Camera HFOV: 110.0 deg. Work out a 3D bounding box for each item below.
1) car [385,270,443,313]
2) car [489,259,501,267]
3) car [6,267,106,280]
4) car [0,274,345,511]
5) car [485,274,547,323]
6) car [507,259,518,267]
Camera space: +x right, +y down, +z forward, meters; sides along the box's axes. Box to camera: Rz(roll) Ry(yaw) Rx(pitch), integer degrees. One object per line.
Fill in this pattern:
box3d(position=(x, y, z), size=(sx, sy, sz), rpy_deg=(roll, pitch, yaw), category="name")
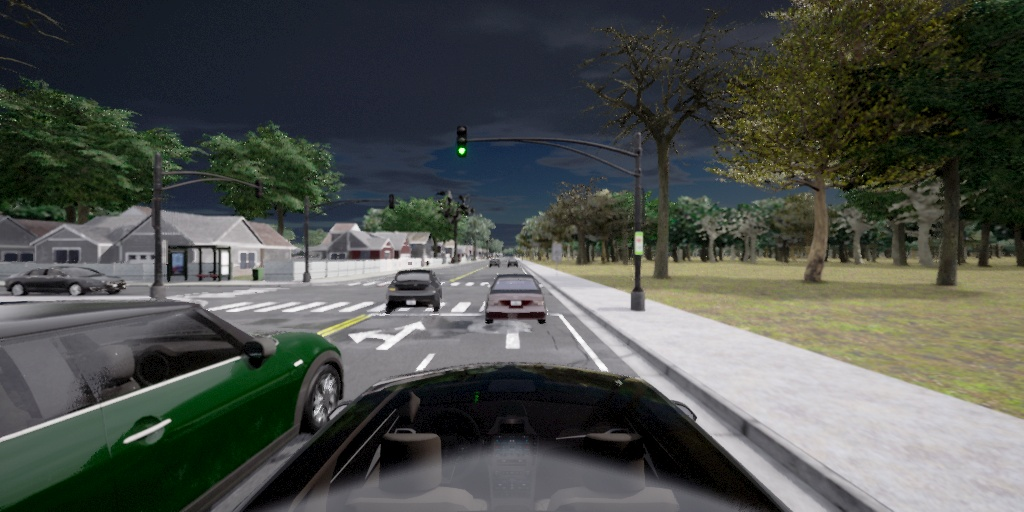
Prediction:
box3d(position=(-3.762, 1.263, 14.083), size=(1.837, 1.490, 4.892), rpy_deg=(1, 0, -11), category="car")
box3d(position=(-3.131, 1.265, 64.049), size=(1.837, 1.490, 4.892), rpy_deg=(0, 0, 0), category="car")
box3d(position=(-22.939, 1.296, 18.547), size=(4.892, 1.490, 1.837), rpy_deg=(0, 0, 0), category="car")
box3d(position=(-3.150, 1.102, 2.670), size=(2.097, 1.767, 4.553), rpy_deg=(0, 0, 0), category="car")
box3d(position=(0.105, 1.302, 12.061), size=(2.033, 1.411, 5.357), rpy_deg=(0, 0, 0), category="car")
box3d(position=(0.120, 1.238, 64.031), size=(1.882, 1.535, 5.008), rpy_deg=(0, 0, 0), category="car")
